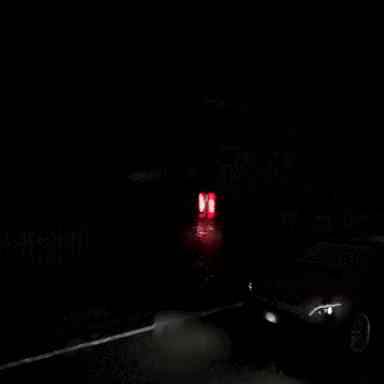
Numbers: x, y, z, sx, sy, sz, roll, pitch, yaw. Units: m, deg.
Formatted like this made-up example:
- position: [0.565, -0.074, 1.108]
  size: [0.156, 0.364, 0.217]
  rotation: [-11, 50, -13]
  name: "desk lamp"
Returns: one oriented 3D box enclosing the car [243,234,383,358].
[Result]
- position: [3.036, 1.555, 6.169]
  size: [4.674, 1.442, 1.812]
  rotation: [0, 0, -36]
  name: "car"
